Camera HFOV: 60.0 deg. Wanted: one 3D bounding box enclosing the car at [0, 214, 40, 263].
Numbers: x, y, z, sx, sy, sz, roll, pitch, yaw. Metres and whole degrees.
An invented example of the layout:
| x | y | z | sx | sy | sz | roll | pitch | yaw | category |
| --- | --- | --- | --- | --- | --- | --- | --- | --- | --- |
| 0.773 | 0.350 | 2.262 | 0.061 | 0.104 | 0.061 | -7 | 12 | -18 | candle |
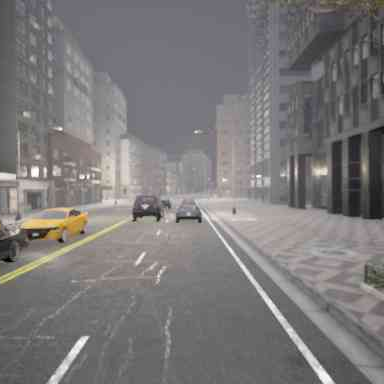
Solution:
| x | y | z | sx | sy | sz | roll | pitch | yaw | category |
| --- | --- | --- | --- | --- | --- | --- | --- | --- | --- |
| -6.701 | 1.614 | 9.574 | 2.033 | 1.411 | 5.357 | -1 | 0 | 0 | car |

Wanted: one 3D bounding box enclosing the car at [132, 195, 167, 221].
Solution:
| x | y | z | sx | sy | sz | roll | pitch | yaw | category |
| --- | --- | --- | --- | --- | --- | --- | --- | --- | --- |
| -3.494 | 1.236 | 27.178 | 2.150 | 2.045 | 5.566 | -1 | 0 | -1 | car |

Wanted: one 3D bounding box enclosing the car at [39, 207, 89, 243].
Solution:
| x | y | z | sx | sy | sz | roll | pitch | yaw | category |
| --- | --- | --- | --- | --- | --- | --- | --- | --- | --- |
| -6.704 | 1.539 | 16.698 | 1.882 | 1.535 | 5.008 | -1 | 0 | -1 | car |

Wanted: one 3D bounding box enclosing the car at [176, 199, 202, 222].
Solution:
| x | y | z | sx | sy | sz | roll | pitch | yaw | category |
| --- | --- | --- | --- | --- | --- | --- | --- | --- | --- |
| -0.256 | 1.548 | 26.013 | 1.994 | 1.385 | 4.181 | -1 | 0 | 0 | car |

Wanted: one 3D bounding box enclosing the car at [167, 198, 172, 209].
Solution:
| x | y | z | sx | sy | sz | roll | pitch | yaw | category |
| --- | --- | --- | --- | --- | --- | --- | --- | --- | --- |
| -3.718 | 1.453 | 44.071 | 1.882 | 1.535 | 5.008 | -1 | 0 | -1 | car |
